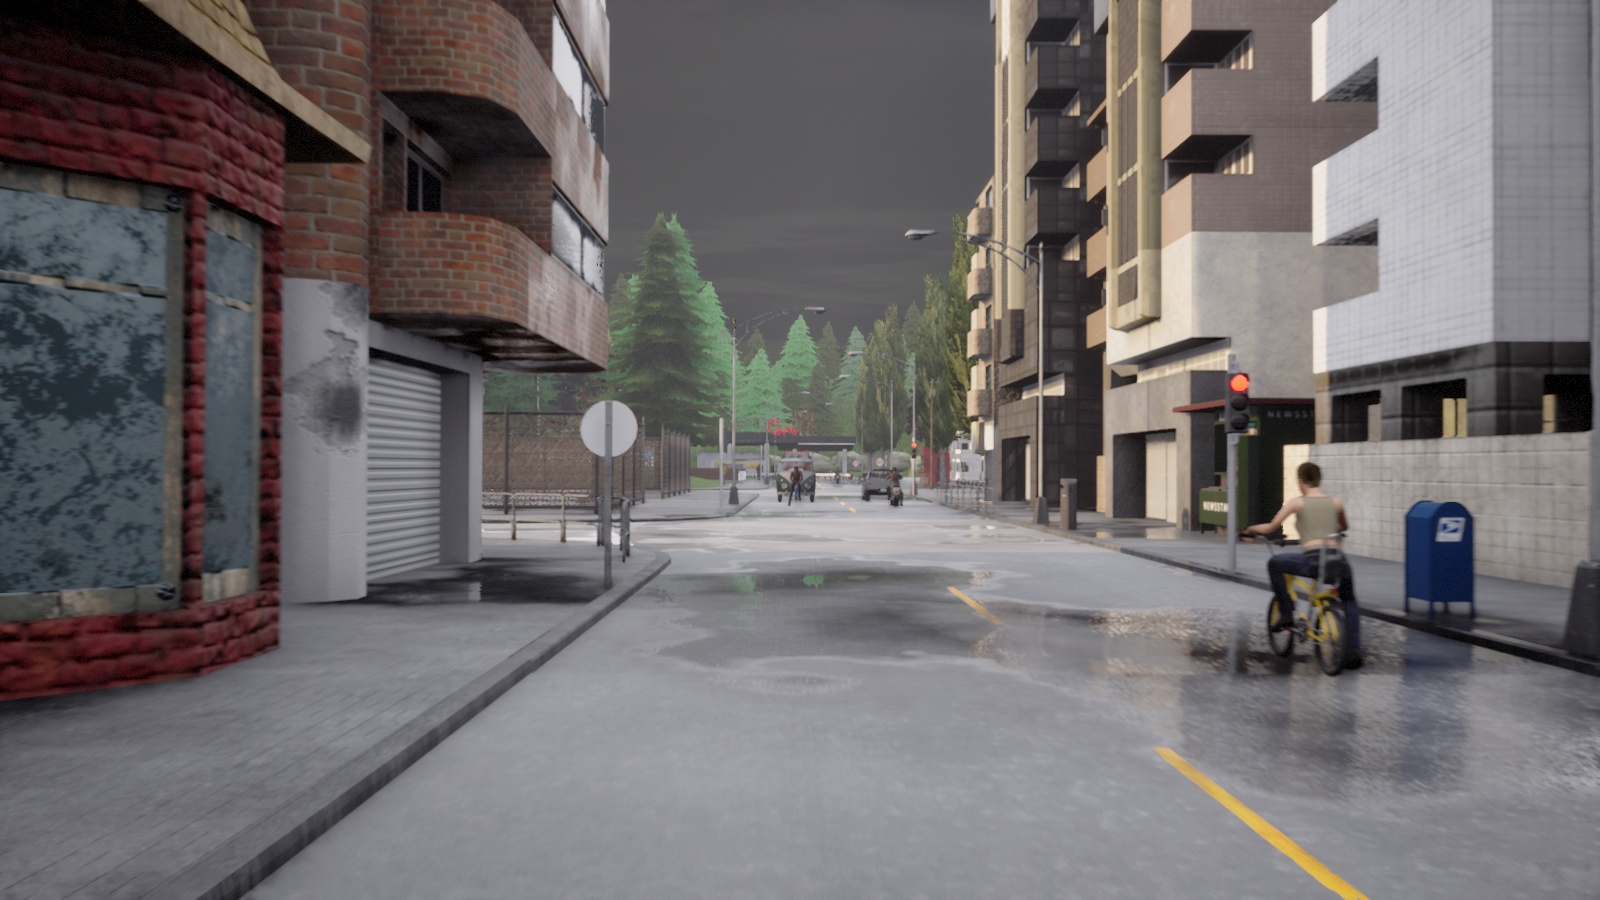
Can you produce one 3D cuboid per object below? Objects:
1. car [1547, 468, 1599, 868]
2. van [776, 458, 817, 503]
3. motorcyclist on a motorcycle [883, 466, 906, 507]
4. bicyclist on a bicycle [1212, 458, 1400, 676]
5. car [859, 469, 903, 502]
[{"bbox_3d":[3.992,0.821,3.336,1.789,1.549,3.705,0,-1,0],"label":"car"},{"bbox_3d":[-0.168,1.388,57.702,1.775,1.987,4.442,0,-1,0],"label":"van"},{"bbox_3d":[3.853,1.479,51.380,0.766,1.649,2.350,0,-1,0],"label":"motorcyclist on a motorcycle"},{"bbox_3d":[3.987,0.875,10.037,0.866,1.612,1.509,0,-1,0],"label":"bicyclist on a bicycle"},{"bbox_3d":[3.828,1.662,59.750,1.845,1.501,3.633,0,-1,0],"label":"car"}]
